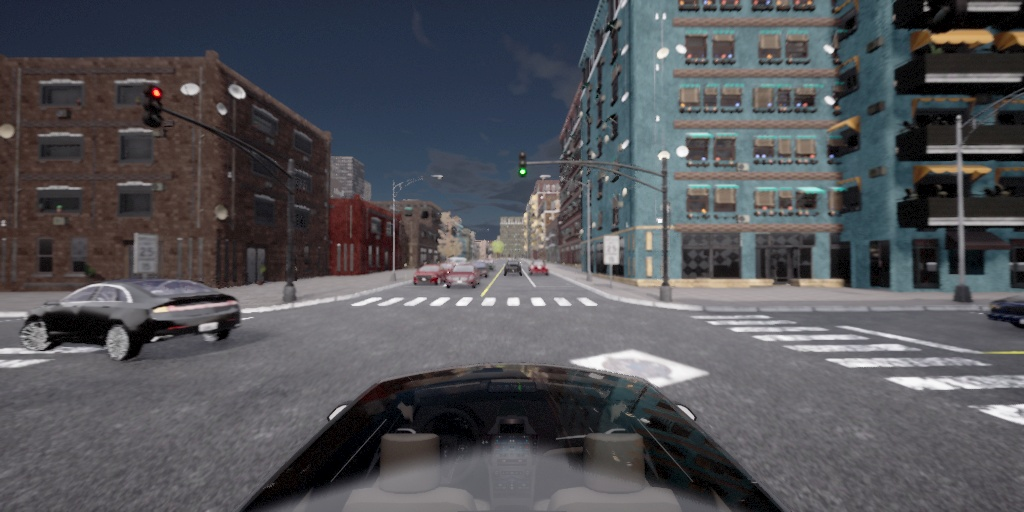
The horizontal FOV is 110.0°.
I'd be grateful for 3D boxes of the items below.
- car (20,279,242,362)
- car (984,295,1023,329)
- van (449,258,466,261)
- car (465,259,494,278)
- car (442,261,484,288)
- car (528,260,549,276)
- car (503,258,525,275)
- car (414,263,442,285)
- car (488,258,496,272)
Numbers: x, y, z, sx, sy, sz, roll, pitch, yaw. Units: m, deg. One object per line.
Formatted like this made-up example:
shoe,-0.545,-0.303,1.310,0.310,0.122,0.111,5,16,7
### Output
car,-8.412,1.268,7.986,4.902,1.511,2.128,-1,-1,18
car,15.102,1.186,8.622,5.357,1.411,2.033,0,-1,1
van,-5.685,1.068,37.088,1.690,1.789,3.998,0,0,0
car,-3.079,1.277,33.861,2.033,1.411,5.357,0,0,0
car,-3.087,1.262,23.495,1.812,1.442,4.674,0,0,0
car,2.696,1.167,37.147,1.967,1.591,4.097,0,0,0
car,0.105,1.231,38.254,1.837,1.490,4.892,0,0,0
car,-5.763,1.280,25.718,1.888,1.381,4.507,0,0,0
car,-3.058,1.322,45.635,1.895,1.301,4.718,0,0,0
